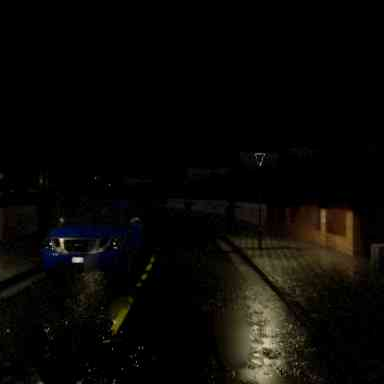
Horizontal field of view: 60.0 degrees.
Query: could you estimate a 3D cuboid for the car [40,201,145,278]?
[{"bbox_3d":[-2.856,1.327,10.869,2.150,2.045,5.566,0,-1,-2],"label":"car"}]
